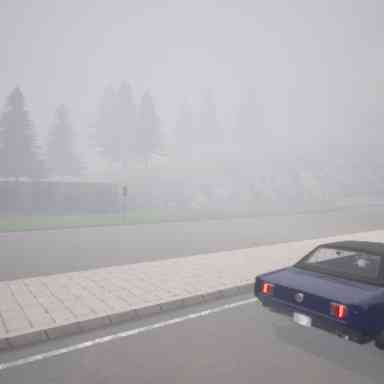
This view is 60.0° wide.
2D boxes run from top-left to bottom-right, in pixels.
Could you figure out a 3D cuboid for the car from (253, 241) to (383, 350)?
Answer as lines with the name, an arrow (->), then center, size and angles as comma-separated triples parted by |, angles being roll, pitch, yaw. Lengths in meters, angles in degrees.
car -> 3.440, 1.601, 6.197 | 4.718, 1.301, 1.895 | 0, 0, -35
